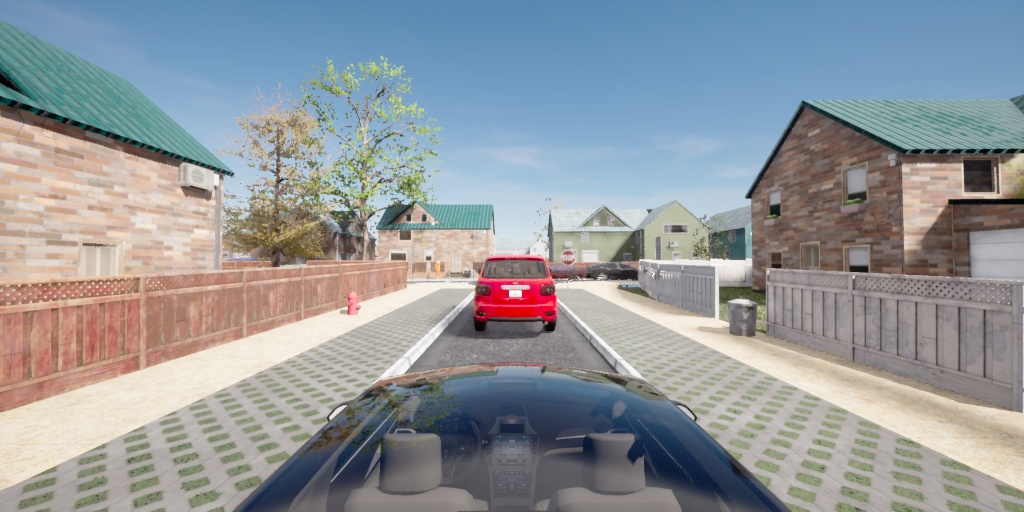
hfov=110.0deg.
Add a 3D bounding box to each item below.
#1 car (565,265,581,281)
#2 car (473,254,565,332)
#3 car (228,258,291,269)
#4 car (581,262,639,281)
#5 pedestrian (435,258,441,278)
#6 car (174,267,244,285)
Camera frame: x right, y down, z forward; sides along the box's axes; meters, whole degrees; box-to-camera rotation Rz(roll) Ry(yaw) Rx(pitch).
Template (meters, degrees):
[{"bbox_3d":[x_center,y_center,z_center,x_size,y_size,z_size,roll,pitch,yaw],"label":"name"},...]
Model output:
[{"bbox_3d":[3.683,1.356,29.637,5.357,1.411,2.033,-1,-1,1],"label":"car"},{"bbox_3d":[0.085,0.976,11.062,2.150,2.045,5.566,0,0,0],"label":"car"},{"bbox_3d":[-18.556,1.177,26.954,5.566,2.045,2.150,-1,-1,1],"label":"car"},{"bbox_3d":[7.916,1.199,26.638,4.892,1.490,1.837,0,-1,1],"label":"car"},{"bbox_3d":[-6.753,1.121,32.678,0.375,1.860,0.375,0,-1,1],"label":"pedestrian"},{"bbox_3d":[-25.258,1.669,29.973,4.181,1.385,1.994,-1,-1,1],"label":"car"}]
